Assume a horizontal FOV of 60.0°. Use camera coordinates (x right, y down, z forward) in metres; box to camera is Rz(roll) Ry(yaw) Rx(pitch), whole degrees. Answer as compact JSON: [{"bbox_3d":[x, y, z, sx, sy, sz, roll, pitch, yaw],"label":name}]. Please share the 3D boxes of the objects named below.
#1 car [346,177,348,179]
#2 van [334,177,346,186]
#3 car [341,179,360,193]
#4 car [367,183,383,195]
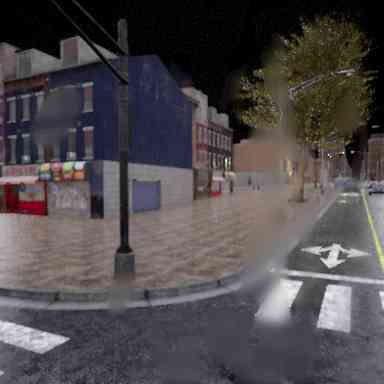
[{"bbox_3d":[30.899,-1.941,69.673,2.008,1.369,4.403,2,3,26],"label":"car"},{"bbox_3d":[29.432,-2.008,66.688,1.690,1.788,3.998,2,3,26],"label":"van"},{"bbox_3d":[21.284,-0.614,44.362,1.895,1.301,4.718,0,4,26],"label":"car"},{"bbox_3d":[21.988,-0.384,39.489,2.033,1.411,5.357,0,4,27],"label":"car"}]
